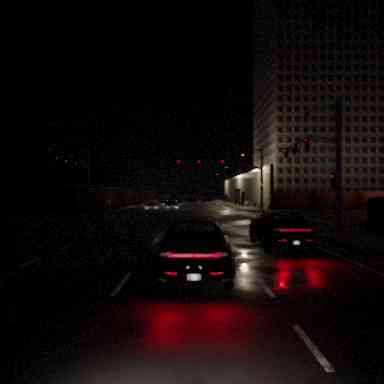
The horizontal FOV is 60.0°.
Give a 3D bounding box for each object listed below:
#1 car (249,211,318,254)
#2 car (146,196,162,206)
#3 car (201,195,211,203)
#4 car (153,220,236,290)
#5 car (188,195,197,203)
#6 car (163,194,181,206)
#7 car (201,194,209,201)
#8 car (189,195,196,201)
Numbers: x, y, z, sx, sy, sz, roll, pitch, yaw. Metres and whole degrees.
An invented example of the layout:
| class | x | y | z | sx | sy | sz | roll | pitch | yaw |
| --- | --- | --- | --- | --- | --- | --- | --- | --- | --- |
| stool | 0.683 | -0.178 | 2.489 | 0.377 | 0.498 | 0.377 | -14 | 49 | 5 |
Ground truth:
| class | x | y | z | sx | sy | sz | roll | pitch | yaw |
| --- | --- | --- | --- | --- | --- | --- | --- | --- | --- |
| car | 3.586 | 1.534 | 13.778 | 2.128 | 1.511 | 4.902 | 0 | 0 | 0 |
| car | -7.034 | 1.669 | 59.165 | 1.882 | 1.535 | 5.008 | 0 | 0 | 1 |
| car | 3.529 | 1.749 | 79.463 | 1.837 | 1.490 | 4.892 | 0 | 0 | 0 |
| car | 0.060 | 1.522 | 9.164 | 2.128 | 1.511 | 4.902 | 0 | 0 | 0 |
| car | 0.029 | 1.604 | 79.436 | 2.097 | 1.767 | 4.553 | 0 | 0 | 0 |
| car | -3.534 | 1.544 | 59.136 | 2.097 | 1.767 | 4.553 | 0 | 0 | 1 |
| car | 3.533 | 1.473 | 89.656 | 2.097 | 1.767 | 4.553 | 0 | 0 | 0 |
| car | 0.033 | 1.618 | 89.688 | 1.837 | 1.490 | 4.892 | 0 | 0 | 0 |
